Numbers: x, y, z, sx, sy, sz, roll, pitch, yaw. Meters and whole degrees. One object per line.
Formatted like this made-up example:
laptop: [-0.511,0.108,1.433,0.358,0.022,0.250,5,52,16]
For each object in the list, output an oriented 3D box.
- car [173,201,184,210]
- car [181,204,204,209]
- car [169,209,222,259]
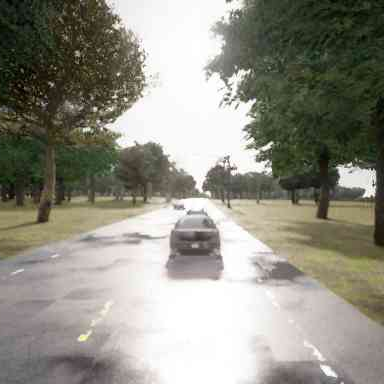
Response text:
car: [-2.243,2.322,57.664,2.128,1.511,4.902,0,-1,2]
car: [0.399,1.951,27.537,1.994,1.385,4.181,0,-1,2]
car: [0.153,1.665,13.550,1.882,1.535,5.008,0,0,1]
